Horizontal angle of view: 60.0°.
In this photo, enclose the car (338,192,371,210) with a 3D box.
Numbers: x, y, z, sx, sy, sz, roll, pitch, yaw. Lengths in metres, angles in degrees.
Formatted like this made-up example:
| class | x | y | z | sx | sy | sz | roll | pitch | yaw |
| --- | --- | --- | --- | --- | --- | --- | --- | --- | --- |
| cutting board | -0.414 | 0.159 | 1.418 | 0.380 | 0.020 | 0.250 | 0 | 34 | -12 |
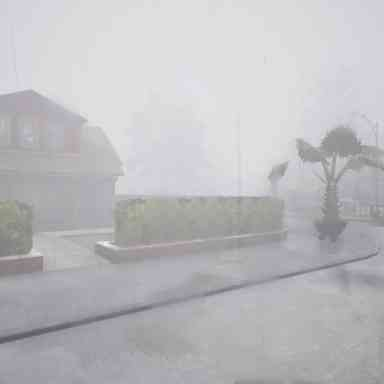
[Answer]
| class | x | y | z | sx | sy | sz | roll | pitch | yaw |
| --- | --- | --- | --- | --- | --- | --- | --- | --- | --- |
| car | 17.375 | 0.985 | 36.182 | 3.866 | 1.878 | 1.905 | 0 | 0 | 0 |
